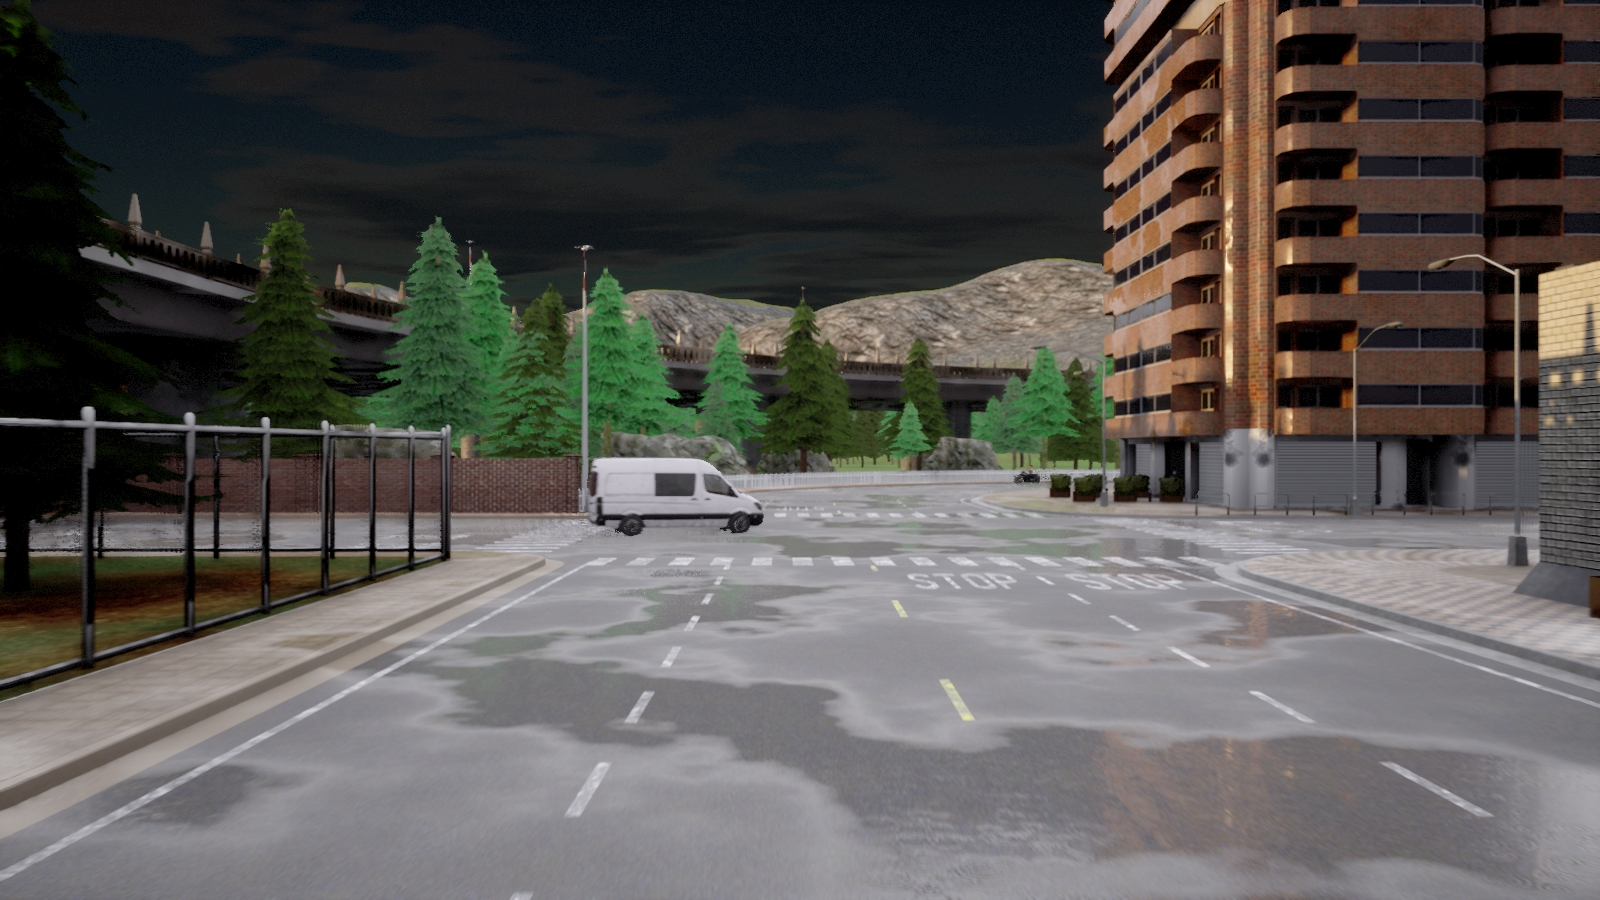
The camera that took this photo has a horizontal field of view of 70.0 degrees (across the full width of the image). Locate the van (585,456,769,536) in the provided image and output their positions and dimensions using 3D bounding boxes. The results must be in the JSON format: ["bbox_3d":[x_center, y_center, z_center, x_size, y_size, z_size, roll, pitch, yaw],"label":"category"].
[{"bbox_3d":[-4.181,1.500,38.886,5.915,2.561,1.988,0,1,-19],"label":"van"}]
